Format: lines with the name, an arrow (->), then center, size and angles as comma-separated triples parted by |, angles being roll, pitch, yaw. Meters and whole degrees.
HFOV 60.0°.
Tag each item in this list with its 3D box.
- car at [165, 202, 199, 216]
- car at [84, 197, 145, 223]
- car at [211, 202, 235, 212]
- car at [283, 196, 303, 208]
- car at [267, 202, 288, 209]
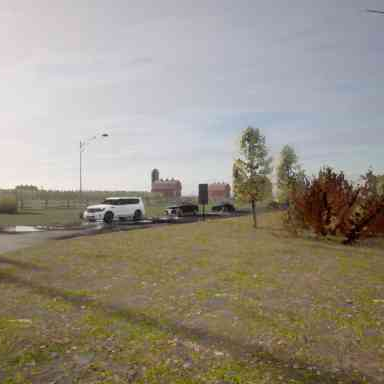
car -> -1.057, 1.817, 36.690 | 2.128, 1.511, 4.902 | -1, -1, 32
car -> -6.390, 1.452, 28.174 | 2.150, 2.045, 5.566 | -1, -1, 34
car -> 4.283, 1.986, 45.205 | 1.994, 1.385, 4.181 | -1, -1, 32
car -> 18.765, 1.783, 61.649 | 2.150, 2.045, 5.566 | -1, -1, 32
car -> 13.531, 1.965, 53.126 | 1.837, 1.490, 4.892 | -1, -1, 32
